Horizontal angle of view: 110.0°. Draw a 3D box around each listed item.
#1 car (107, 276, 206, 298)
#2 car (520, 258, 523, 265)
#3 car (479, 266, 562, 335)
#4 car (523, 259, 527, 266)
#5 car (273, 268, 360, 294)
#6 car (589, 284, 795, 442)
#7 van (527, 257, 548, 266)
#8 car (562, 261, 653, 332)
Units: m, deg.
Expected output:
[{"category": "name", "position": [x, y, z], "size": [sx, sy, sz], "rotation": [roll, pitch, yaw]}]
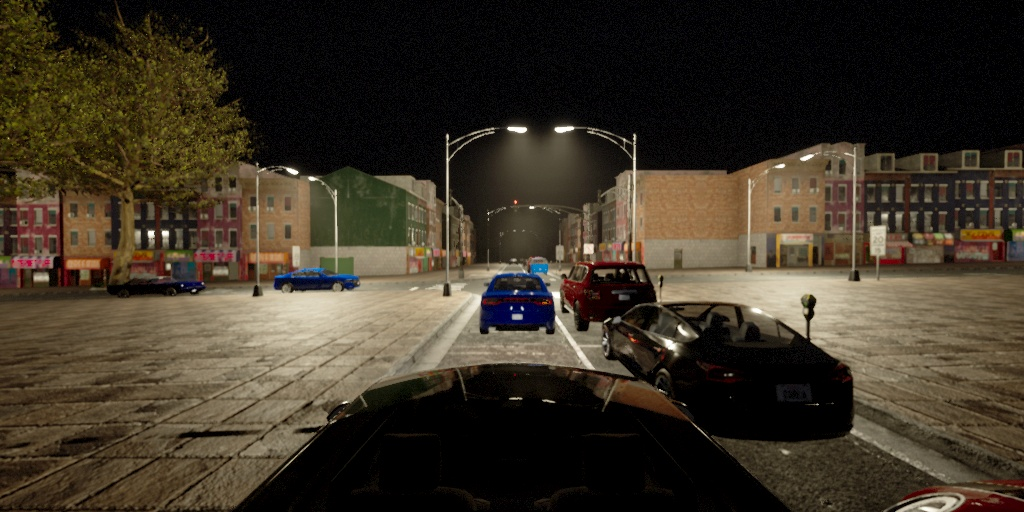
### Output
[{"category": "car", "position": [-22.308, 1.944, 22.665], "size": [4.718, 1.301, 1.895], "rotation": [-2, 1, 0]}, {"category": "car", "position": [2.917, 1.302, 64.217], "size": [2.007, 1.370, 4.403], "rotation": [0, 0, 0]}, {"category": "car", "position": [0.153, 1.219, 10.551], "size": [1.882, 1.535, 5.008], "rotation": [0, 0, 1]}, {"category": "car", "position": [2.819, 1.048, 42.592], "size": [2.192, 1.841, 5.009], "rotation": [0, 0, 0]}, {"category": "car", "position": [-12.221, 1.523, 22.623], "size": [5.008, 1.535, 1.882], "rotation": [-2, 1, -1]}, {"category": "car", "position": [2.650, 1.312, 5.423], "size": [1.948, 1.339, 4.313], "rotation": [0, 0, 0]}, {"category": "van", "position": [2.794, 1.073, 37.186], "size": [1.690, 1.789, 3.998], "rotation": [0, 0, 0]}, {"category": "car", "position": [2.675, 1.056, 10.825], "size": [2.192, 1.841, 5.009], "rotation": [0, 0, 0]}]
